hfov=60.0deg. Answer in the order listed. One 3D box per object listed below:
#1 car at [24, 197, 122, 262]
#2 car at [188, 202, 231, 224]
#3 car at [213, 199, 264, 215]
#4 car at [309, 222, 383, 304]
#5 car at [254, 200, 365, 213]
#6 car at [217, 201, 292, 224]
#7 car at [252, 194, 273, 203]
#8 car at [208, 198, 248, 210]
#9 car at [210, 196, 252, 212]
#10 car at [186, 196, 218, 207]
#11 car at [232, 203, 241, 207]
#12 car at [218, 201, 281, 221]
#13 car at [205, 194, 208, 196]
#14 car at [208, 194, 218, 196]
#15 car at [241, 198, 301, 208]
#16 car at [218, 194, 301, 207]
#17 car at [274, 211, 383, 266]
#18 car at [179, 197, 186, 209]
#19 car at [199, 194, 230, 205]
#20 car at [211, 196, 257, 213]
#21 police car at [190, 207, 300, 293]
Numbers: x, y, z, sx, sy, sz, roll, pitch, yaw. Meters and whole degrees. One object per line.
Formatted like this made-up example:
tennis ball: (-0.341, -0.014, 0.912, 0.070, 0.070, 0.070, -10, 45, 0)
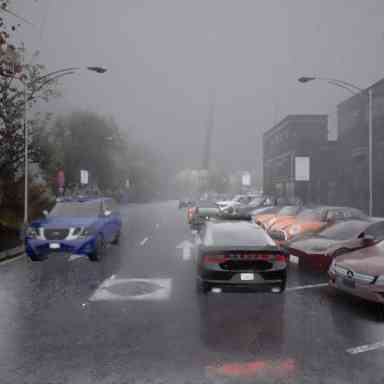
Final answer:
car: (-4.078, 1.227, 12.503, 2.150, 2.045, 5.566, 0, 0, -1)
car: (0.860, 1.518, 18.873, 1.837, 1.490, 4.892, 0, 0, -1)
car: (4.764, 1.560, 34.228, 4.792, 1.488, 2.163, 1, 0, -21)
car: (5.196, 1.527, 7.228, 4.674, 1.452, 2.002, 1, 0, -21)
car: (5.130, 1.366, 13.239, 4.553, 1.767, 2.185, 1, 0, -21)
car: (4.746, 1.503, 25.168, 5.366, 1.575, 1.946, 1, 0, -21)
car: (16.999, 1.463, 80.513, 2.435, 2.045, 5.566, 0, 0, -22)
car: (4.655, 1.601, 43.251, 4.674, 1.452, 2.002, 1, 0, -21)
car: (4.669, 1.424, 40.243, 4.553, 1.767, 2.185, 1, 0, -21)
car: (0.769, 1.373, 24.843, 2.097, 1.767, 4.553, 0, 0, -1)
car: (5.003, 1.538, 19.235, 4.674, 1.452, 2.002, 1, 0, -21)
car: (4.847, 1.544, 28.227, 4.792, 1.488, 2.163, 1, 0, -21)
car: (4.642, 1.446, 46.260, 4.553, 1.767, 2.185, 1, 0, -21)
car: (4.810, 1.271, 31.229, 5.566, 2.045, 2.435, 1, 0, -21)
car: (5.084, 1.369, 16.240, 4.553, 1.767, 2.185, 1, 0, -21)
car: (4.953, 1.251, 22.213, 5.566, 2.045, 2.435, 1, 0, -21)
car: (5.117, 1.518, 10.218, 4.792, 1.488, 2.163, 1, 0, -21)
car: (-0.750, 1.441, 46.807, 2.097, 1.767, 4.553, 0, 0, 0)
car: (4.312, 1.391, 64.298, 5.566, 2.045, 2.435, 1, -1, -21)
car: (4.714, 1.414, 37.242, 4.553, 1.767, 2.185, 1, 0, -21)
police car: (1.019, 1.427, 8.984, 1.930, 1.638, 5.238, 0, 0, -1)
